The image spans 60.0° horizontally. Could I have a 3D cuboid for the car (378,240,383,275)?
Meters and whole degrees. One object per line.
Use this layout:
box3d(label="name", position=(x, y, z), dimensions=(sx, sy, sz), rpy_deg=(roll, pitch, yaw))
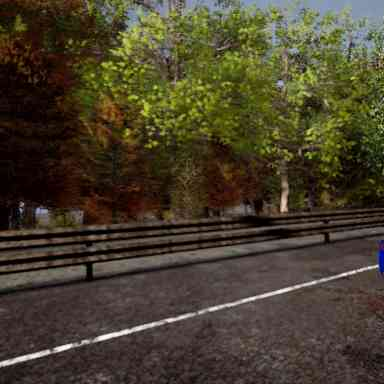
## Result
box3d(label="car", position=(6.725, 1.433, 8.473), dimensions=(5.008, 1.535, 1.882), rpy_deg=(0, 0, -35))
